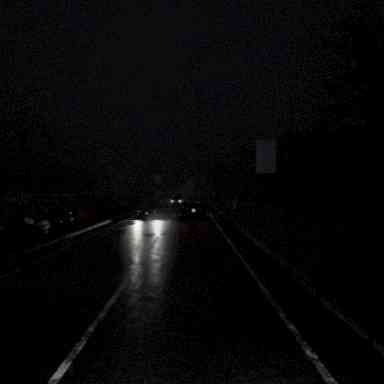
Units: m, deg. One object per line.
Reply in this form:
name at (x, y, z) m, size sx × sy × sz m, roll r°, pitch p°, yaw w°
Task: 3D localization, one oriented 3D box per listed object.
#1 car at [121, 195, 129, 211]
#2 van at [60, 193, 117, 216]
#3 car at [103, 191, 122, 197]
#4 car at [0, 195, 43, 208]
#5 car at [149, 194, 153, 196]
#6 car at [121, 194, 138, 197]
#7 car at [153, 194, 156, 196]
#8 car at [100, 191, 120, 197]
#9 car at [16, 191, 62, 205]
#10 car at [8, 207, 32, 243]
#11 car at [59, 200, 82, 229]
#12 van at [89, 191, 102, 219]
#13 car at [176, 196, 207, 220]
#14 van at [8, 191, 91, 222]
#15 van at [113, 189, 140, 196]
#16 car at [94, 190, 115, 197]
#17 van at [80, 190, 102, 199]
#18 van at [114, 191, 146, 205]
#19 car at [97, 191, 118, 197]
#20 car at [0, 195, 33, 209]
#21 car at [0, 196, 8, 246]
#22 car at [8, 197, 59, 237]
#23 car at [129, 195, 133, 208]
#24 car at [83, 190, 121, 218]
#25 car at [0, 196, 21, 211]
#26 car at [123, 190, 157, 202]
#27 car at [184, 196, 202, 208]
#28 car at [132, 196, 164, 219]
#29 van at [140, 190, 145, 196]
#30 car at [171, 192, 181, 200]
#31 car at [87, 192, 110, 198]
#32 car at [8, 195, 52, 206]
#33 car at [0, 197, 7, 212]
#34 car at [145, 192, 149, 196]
car at (-8.942, 1.278, 32.094) m, size 4.892 × 1.521 × 2.231 m, roll 0°, pitch 0°, yaw 0°
van at (-9.050, 1.074, 29.285) m, size 4.442 × 1.987 × 1.878 m, roll 0°, pitch 0°, yaw 0°
car at (-22.097, 0.518, 92.526) m, size 4.792 × 1.488 × 2.163 m, roll 0°, pitch 1°, yaw 0°
car at (-22.019, 1.169, 42.569) m, size 5.008 × 1.535 × 2.097 m, roll 0°, pitch 1°, yaw 0°
car at (-8.955, 1.084, 51.723) m, size 4.674 × 1.452 × 2.002 m, roll 0°, pitch 1°, yaw 0°
car at (-8.970, 1.256, 37.705) m, size 4.792 × 1.488 × 2.163 m, roll 0°, pitch 1°, yaw 0°
car at (-8.770, 1.002, 54.526) m, size 5.366 × 1.575 × 1.946 m, roll 0°, pitch 1°, yaw 0°
car at (-22.060, 0.527, 89.751) m, size 4.892 × 1.521 × 2.231 m, roll 0°, pitch 1°, yaw 0°
car at (-22.000, 0.844, 48.117) m, size 5.566 × 2.045 × 2.435 m, roll 0°, pitch 1°, yaw 0°
car at (-8.916, 1.441, 12.469) m, size 4.674 × 1.452 × 2.002 m, roll 0°, pitch 0°, yaw 0°
car at (-8.917, 1.368, 18.075) m, size 4.892 × 1.521 × 2.231 m, roll 0°, pitch 0°, yaw 0°
van at (-9.045, 1.108, 23.680) m, size 4.442 × 1.987 × 1.878 m, roll 0°, pitch 0°, yaw 0°
car at (0.114, 1.323, 25.918) m, size 2.163 × 1.488 × 4.792 m, roll 0°, pitch 0°, yaw 0°
van at (-9.042, 1.125, 20.877) m, size 4.442 × 1.987 × 1.878 m, roll 0°, pitch 0°, yaw 0°
van at (-9.059, 0.967, 40.505) m, size 4.442 × 1.987 × 1.878 m, roll 0°, pitch 1°, yaw 0°
car at (-22.092, 0.474, 84.199) m, size 4.553 × 1.767 × 2.185 m, roll 0°, pitch 1°, yaw 0°
van at (-22.168, 0.525, 73.095) m, size 4.442 × 1.987 × 1.878 m, roll 0°, pitch 1°, yaw 0°
van at (-9.067, 0.857, 48.916) m, size 4.442 × 1.987 × 1.878 m, roll 0°, pitch 1°, yaw 0°
car at (-22.069, 0.562, 86.976) m, size 5.008 × 1.535 × 2.097 m, roll 0°, pitch 1°, yaw 0°
car at (-22.206, 1.200, 39.792) m, size 5.366 × 1.575 × 1.946 m, roll 0°, pitch 1°, yaw 0°
car at (-8.887, 1.166, 9.664) m, size 5.566 × 2.045 × 2.435 m, roll 0°, pitch 0°, yaw 0°
car at (-8.952, 1.258, 15.271) m, size 4.553 × 1.767 × 2.185 m, roll 0°, pitch 0°, yaw 0°
car at (-8.935, 1.293, 34.898) m, size 4.674 × 1.452 × 2.002 m, roll 0°, pitch 0°, yaw 0°
car at (-8.902, 1.066, 26.484) m, size 5.566 × 2.045 × 2.435 m, roll 0°, pitch 0°, yaw 0°
car at (-21.990, 1.265, 37.021) m, size 4.792 × 1.488 × 2.163 m, roll 0°, pitch 0°, yaw 0°
car at (-8.929, 0.715, 57.325) m, size 5.566 × 2.045 × 2.435 m, roll 0°, pitch 1°, yaw 0°
car at (0.121, 1.212, 41.972) m, size 2.033 × 1.411 × 5.357 m, roll 0°, pitch 1°, yaw 0°
car at (-3.335, 1.317, 26.876) m, size 1.837 × 1.490 × 4.892 m, roll 0°, pitch 0°, yaw 0°
van at (-8.829, 0.933, 43.307) m, size 4.442 × 1.987 × 1.878 m, roll 0°, pitch 1°, yaw 0°
car at (-3.220, 0.806, 68.169) m, size 1.882 × 1.535 × 5.008 m, roll 0°, pitch 1°, yaw 0°
car at (-22.051, 0.674, 78.650) m, size 5.008 × 1.535 × 2.097 m, roll 0°, pitch 1°, yaw 0°
car at (-22.021, 1.134, 45.347) m, size 4.892 × 1.521 × 2.231 m, roll 0°, pitch 1°, yaw 0°
car at (-22.046, 1.290, 34.238) m, size 4.792 × 1.488 × 2.163 m, roll 0°, pitch 0°, yaw 0°
car at (-8.942, 1.121, 46.116) m, size 5.008 × 1.535 × 2.097 m, roll 0°, pitch 1°, yaw 0°
